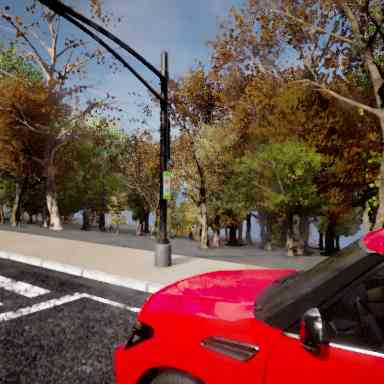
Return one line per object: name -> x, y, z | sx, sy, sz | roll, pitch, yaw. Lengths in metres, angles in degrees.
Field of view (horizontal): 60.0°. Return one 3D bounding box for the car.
car -> 1.971, 1.217, 2.308 | 5.566, 2.045, 2.150 | -1, 0, 34
